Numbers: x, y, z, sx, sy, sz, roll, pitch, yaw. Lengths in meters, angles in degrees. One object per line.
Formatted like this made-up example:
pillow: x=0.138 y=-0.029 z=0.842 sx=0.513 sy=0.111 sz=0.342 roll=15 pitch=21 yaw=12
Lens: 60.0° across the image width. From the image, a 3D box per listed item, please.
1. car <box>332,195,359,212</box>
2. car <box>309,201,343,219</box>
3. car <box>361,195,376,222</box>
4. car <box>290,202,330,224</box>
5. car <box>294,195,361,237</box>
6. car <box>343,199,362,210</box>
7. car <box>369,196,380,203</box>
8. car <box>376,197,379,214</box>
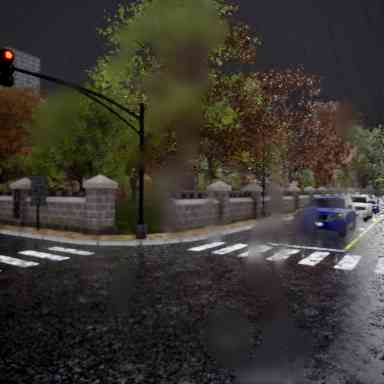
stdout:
car: x=18.491 y=1.349 z=39.888 sx=2.192 sy=1.841 sz=5.009 roll=1 pitch=0 yaw=33
car: x=12.292 y=1.567 z=30.361 sx=2.008 sy=1.369 sz=4.403 roll=1 pitch=0 yaw=33
car: x=13.534 y=1.250 z=27.515 sx=2.150 sy=2.045 sz=5.566 roll=0 pitch=0 yaw=33
car: x=9.194 y=1.551 z=25.596 sx=1.887 sy=1.381 sz=4.507 roll=1 pitch=0 yaw=33
car: x=7.759 y=1.232 z=18.638 sx=2.150 sy=2.045 sz=5.566 roll=0 pitch=0 yaw=33
car: x=21.587 y=1.623 z=44.652 sx=1.802 sy=1.307 sz=4.206 roll=1 pitch=0 yaw=33
car: x=40.179 y=1.631 z=73.239 sx=1.802 sy=1.307 sz=4.206 roll=1 pitch=0 yaw=33
car: x=19.114 y=1.523 z=36.082 sx=1.882 sy=1.535 sz=5.008 roll=0 pitch=0 yaw=33
